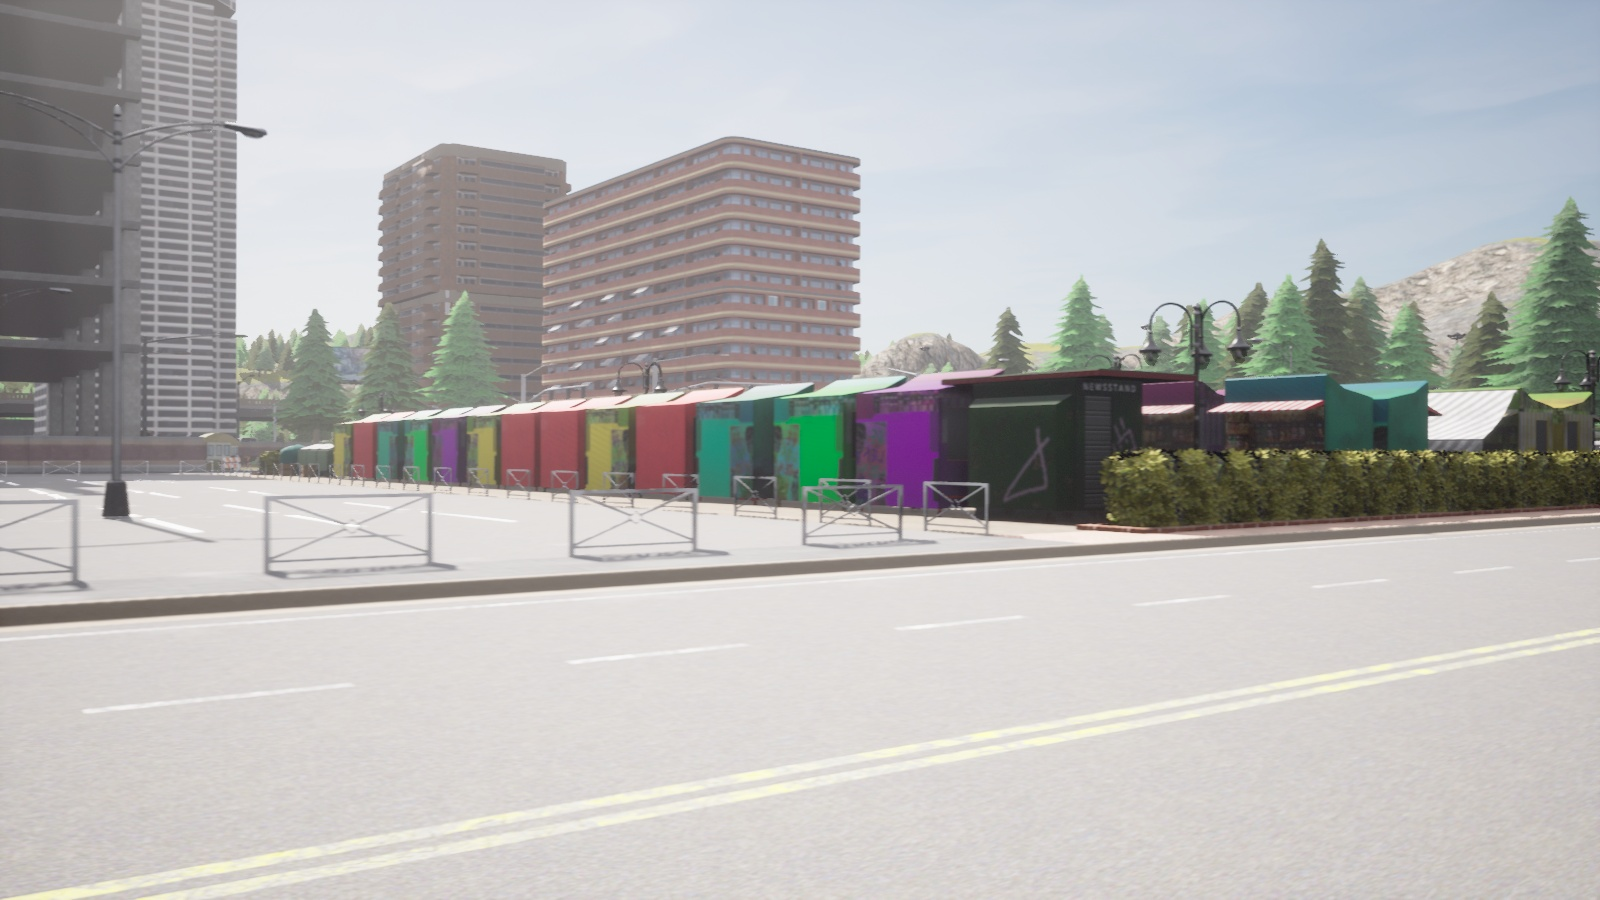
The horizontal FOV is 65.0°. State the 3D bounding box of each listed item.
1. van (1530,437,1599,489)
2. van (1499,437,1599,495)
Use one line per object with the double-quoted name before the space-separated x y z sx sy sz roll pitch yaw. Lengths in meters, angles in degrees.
"van" 32.187 0.524 50.485 2.069 2.038 4.480 0 0 -36
"van" 27.684 0.549 44.796 1.775 1.987 4.442 0 0 -36
